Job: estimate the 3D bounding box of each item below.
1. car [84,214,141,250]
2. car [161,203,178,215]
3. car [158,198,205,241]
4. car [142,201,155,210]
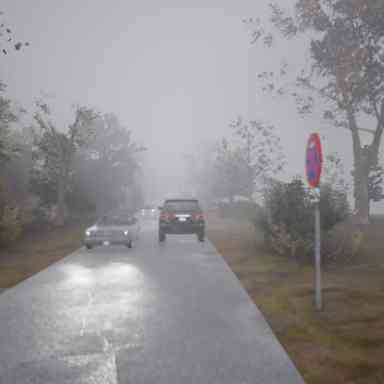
[{"bbox_3d":[-3.387,1.674,14.881,1.895,1.301,4.718,0,0,-4],"label":"car"},{"bbox_3d":[-2.804,2.007,40.805,1.895,1.301,4.718,0,-1,-6],"label":"car"},{"bbox_3d":[-0.602,1.318,17.368,2.150,2.045,5.566,0,0,-4],"label":"car"},{"bbox_3d":[-7.508,2.296,57.885,1.837,1.490,4.892,0,-1,-5],"label":"car"}]
